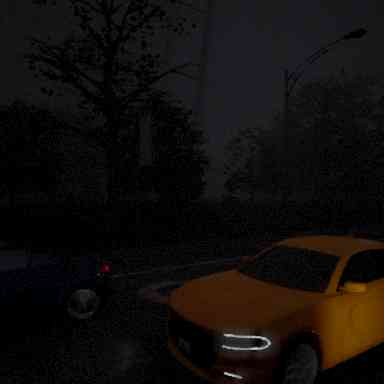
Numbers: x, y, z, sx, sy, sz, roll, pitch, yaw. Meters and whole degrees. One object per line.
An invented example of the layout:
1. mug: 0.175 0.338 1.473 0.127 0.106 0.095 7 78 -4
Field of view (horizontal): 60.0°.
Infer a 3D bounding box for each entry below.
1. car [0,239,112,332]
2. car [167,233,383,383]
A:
1. car: -3.522 1.550 5.633 4.181 1.385 1.994 0 0 -35
2. car: 2.001 1.469 5.171 5.008 1.535 1.882 0 0 -33
